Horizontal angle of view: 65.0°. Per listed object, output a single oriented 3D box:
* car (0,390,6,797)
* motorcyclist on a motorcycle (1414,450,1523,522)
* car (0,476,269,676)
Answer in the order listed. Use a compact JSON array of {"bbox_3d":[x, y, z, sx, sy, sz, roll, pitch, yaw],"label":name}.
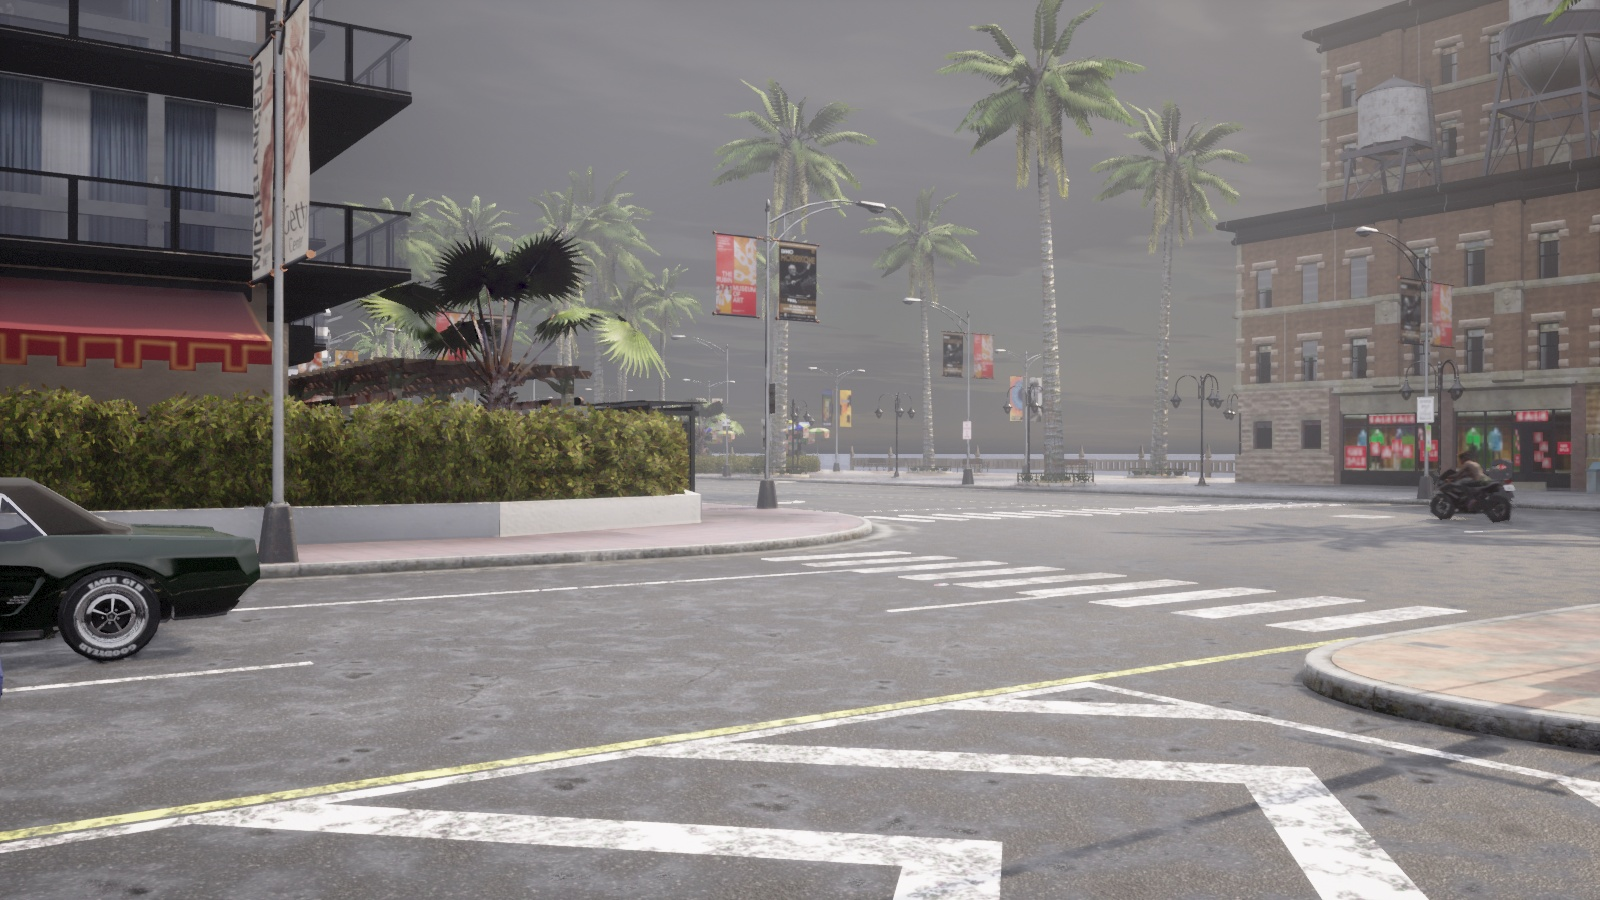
[{"bbox_3d":[-5.925,0.628,5.020,4.553,1.767,2.097,0,0,-35],"label":"car"},{"bbox_3d":[14.725,0.763,27.716,0.797,1.523,2.044,-1,0,-23],"label":"motorcyclist on a motorcycle"},{"bbox_3d":[-6.481,0.881,8.894,4.718,1.301,1.895,0,0,-35],"label":"car"}]
